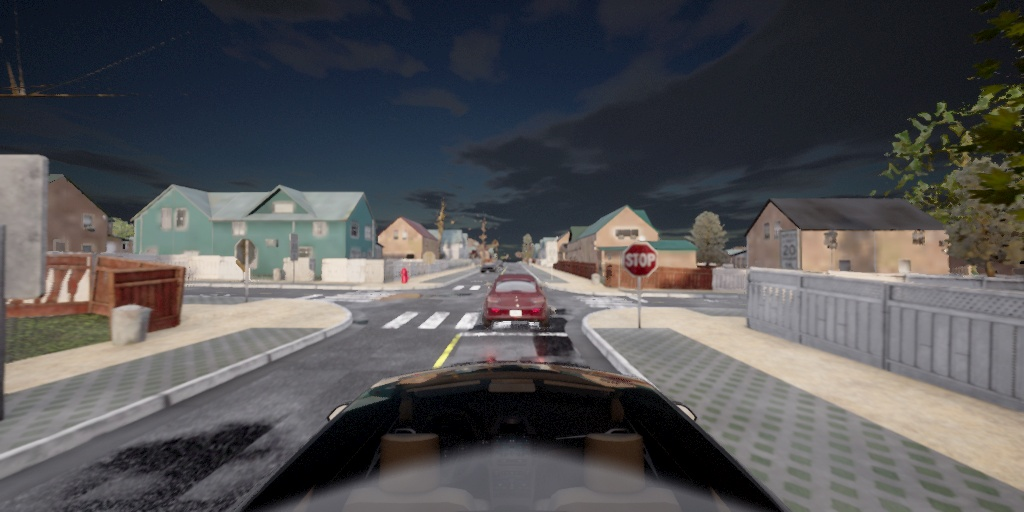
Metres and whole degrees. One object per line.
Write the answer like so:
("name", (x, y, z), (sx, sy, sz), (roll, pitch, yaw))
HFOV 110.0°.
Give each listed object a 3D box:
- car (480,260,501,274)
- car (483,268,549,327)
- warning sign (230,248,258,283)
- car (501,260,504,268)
("car", (-2.662, 1.432, 41.731), (1.895, 1.301, 4.718), (0, 0, 0))
("car", (0.117, 1.285, 11.436), (1.812, 1.442, 4.674), (0, 0, 1))
("warning sign", (-15.705, 0.626, 20.999), (1.060, 1.860, 1.300), (0, 0, 0))
("car", (-2.483, 1.429, 63.411), (1.837, 1.490, 4.892), (0, -1, 1))
